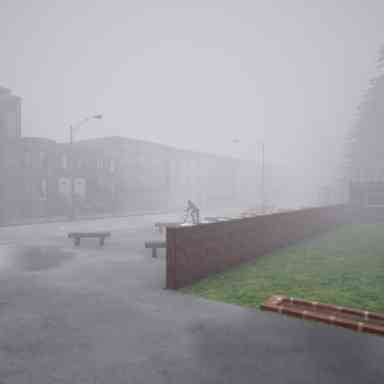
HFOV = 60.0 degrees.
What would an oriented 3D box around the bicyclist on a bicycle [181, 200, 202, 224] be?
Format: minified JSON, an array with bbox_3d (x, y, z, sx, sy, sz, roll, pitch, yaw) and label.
[{"bbox_3d":[-0.031,1.340,20.852,1.656,1.620,0.582,0,0,35],"label":"bicyclist on a bicycle"}]

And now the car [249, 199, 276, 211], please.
[{"bbox_3d":[8.493,1.526,40.041,1.812,1.442,4.674,0,0,35],"label":"car"}]
